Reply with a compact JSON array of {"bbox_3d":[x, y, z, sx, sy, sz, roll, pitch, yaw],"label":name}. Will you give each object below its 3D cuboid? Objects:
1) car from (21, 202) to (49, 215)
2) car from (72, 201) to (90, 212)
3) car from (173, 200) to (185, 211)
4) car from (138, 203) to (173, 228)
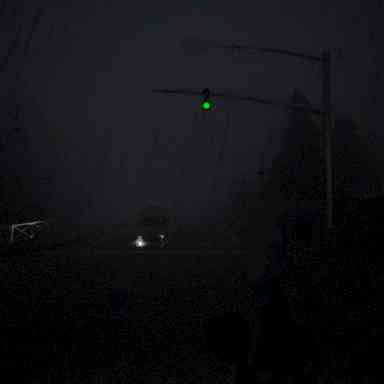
[{"bbox_3d":[-19.391,2.043,41.098,1.970,1.475,3.806,0,-1,2],"label":"car"},{"bbox_3d":[-16.145,2.101,48.406,1.845,1.501,3.633,0,-1,2],"label":"car"},{"bbox_3d":[-2.150,2.002,49.731,1.837,1.490,4.892,0,-1,1],"label":"car"},{"bbox_3d":[-2.793,1.827,25.216,1.882,1.535,5.008,0,-1,2],"label":"car"}]
